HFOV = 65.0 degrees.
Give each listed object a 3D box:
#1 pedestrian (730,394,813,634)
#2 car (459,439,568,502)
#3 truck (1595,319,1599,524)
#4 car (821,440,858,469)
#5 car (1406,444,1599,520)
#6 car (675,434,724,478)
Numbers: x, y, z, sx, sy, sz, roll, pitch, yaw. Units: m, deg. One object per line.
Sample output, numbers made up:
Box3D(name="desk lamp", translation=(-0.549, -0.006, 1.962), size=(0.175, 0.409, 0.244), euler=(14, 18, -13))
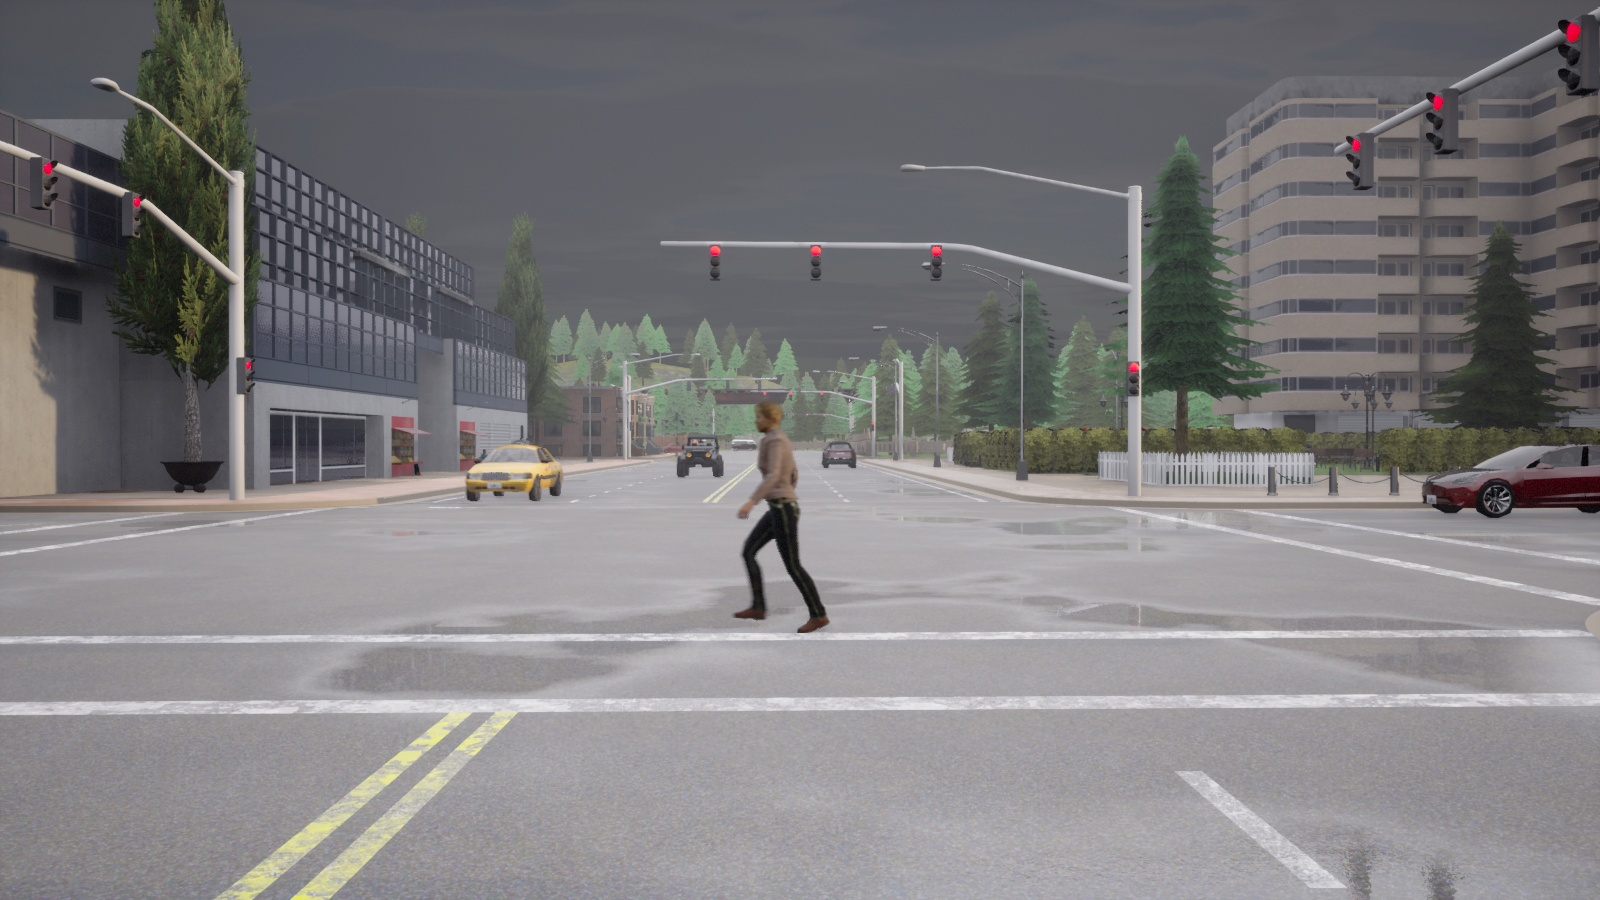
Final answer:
Box3D(name="pedestrian", translation=(-0.221, 0.493, 9.845), size=(0.634, 1.846, 0.331), euler=(0, 0, 1))
Box3D(name="car", translation=(-7.575, 0.489, 33.689), size=(1.801, 1.575, 5.366), euler=(0, 0, -1))
Box3D(name="truck", translation=(19.204, -0.528, 22.210), size=(8.468, 3.827, 2.891), euler=(0, 0, -1))
Box3D(name="car", translation=(2.330, 0.252, 75.501), size=(2.033, 1.649, 4.856), euler=(0, 0, -1))
Box3D(name="car", translation=(15.302, 0.614, 25.652), size=(4.792, 1.488, 2.163), euler=(0, 0, -1))
Box3D(name="car", translation=(-4.393, 0.225, 55.566), size=(1.905, 1.878, 3.866), euler=(0, 0, -1))
